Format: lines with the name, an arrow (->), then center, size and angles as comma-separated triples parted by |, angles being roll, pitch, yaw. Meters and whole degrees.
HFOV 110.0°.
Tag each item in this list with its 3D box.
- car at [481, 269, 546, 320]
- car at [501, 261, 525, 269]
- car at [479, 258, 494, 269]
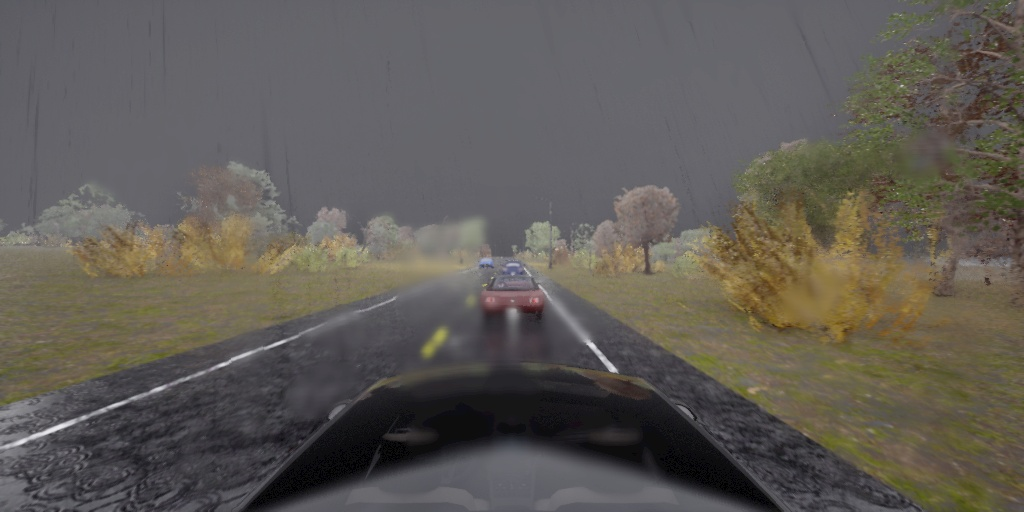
car -> 0.066, 1.299, 12.377 | 1.895, 1.301, 4.718 | 0, 0, 0
car -> 0.086, 1.140, 29.821 | 1.812, 1.442, 4.674 | 0, 0, 0
car -> -3.563, 1.003, 50.459 | 1.882, 1.535, 5.008 | 0, 0, 0
